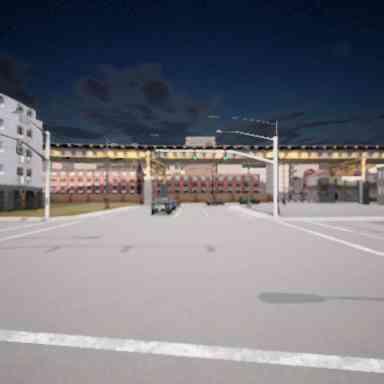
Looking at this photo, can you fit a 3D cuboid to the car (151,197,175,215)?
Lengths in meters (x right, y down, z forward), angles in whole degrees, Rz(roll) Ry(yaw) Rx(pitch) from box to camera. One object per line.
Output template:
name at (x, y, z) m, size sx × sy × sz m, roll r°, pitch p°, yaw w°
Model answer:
car at (-3.596, 1.621, 40.025) m, size 2.150 × 2.045 × 5.566 m, roll 0°, pitch -1°, yaw 1°

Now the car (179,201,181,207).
car at (-3.248, 2.098, 60.879) m, size 2.128 × 1.511 × 4.902 m, roll 0°, pitch -1°, yaw 6°

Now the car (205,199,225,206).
car at (5.078, 2.259, 72.210) m, size 2.033 × 1.411 × 5.357 m, roll 0°, pitch -1°, yaw 39°

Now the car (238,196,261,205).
car at (13.497, 2.007, 78.490) m, size 5.566 × 2.045 × 2.150 m, roll 0°, pitch -1°, yaw -24°

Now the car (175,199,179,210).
car at (-3.600, 1.724, 50.428) m, size 2.150 × 2.045 × 5.566 m, roll 0°, pitch -1°, yaw 0°
